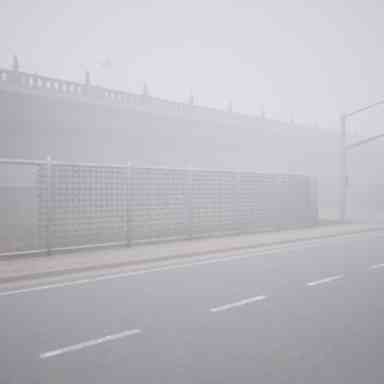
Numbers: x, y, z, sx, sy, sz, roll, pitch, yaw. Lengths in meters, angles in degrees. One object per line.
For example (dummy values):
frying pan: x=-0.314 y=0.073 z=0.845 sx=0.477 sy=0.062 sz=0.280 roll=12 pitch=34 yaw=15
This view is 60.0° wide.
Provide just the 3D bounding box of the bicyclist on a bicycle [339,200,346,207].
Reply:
bicyclist on a bicycle: x=20.449 y=1.306 z=45.226 sx=1.656 sy=1.620 sz=0.582 roll=0 pitch=0 yaw=-36
